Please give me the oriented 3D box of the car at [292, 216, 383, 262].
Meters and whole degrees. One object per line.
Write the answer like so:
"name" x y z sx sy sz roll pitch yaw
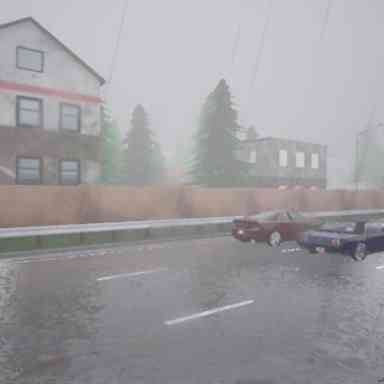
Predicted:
"car" 6.099 1.650 12.393 4.718 1.301 1.895 0 0 -35

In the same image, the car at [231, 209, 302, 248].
"car" 4.037 1.527 15.220 5.008 1.535 1.882 0 0 -35
